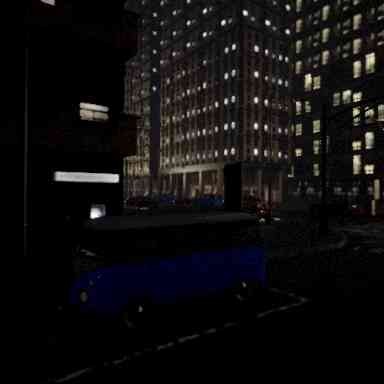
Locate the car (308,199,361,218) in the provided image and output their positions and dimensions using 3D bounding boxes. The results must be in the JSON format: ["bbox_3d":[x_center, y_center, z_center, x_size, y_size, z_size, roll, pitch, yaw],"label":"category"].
[{"bbox_3d":[11.933,1.272,28.261,1.967,1.590,4.097,1,0,-35],"label":"car"}]

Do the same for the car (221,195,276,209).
[{"bbox_3d":[4.921,1.116,28.155,2.097,1.767,4.553,1,0,-35],"label":"car"}]

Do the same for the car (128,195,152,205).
[{"bbox_3d":[-8.243,1.287,52.252,1.812,1.442,4.674,1,0,-35],"label":"car"}]

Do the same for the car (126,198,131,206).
[{"bbox_3d":[-7.367,1.299,45.583,1.994,1.385,4.181,1,0,-35],"label":"car"}]

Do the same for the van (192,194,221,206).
[{"bbox_3d":[2.158,1.148,42.104,1.690,1.788,3.998,1,0,-35],"label":"van"}]

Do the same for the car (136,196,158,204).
[{"bbox_3d":[-7.620,1.352,55.944,1.947,1.339,4.313,1,0,-35],"label":"car"}]

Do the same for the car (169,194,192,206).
[{"bbox_3d":[-1.102,1.350,46.717,2.008,1.369,4.403,1,0,-35],"label":"car"}]

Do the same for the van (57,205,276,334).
[{"bbox_3d":[-0.354,1.312,6.444,3.998,1.788,1.690,-1,2,-35],"label":"van"}]

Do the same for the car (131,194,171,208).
[{"bbox_3d":[-4.689,1.269,37.269,2.008,1.369,4.403,1,0,-35],"label":"car"}]
